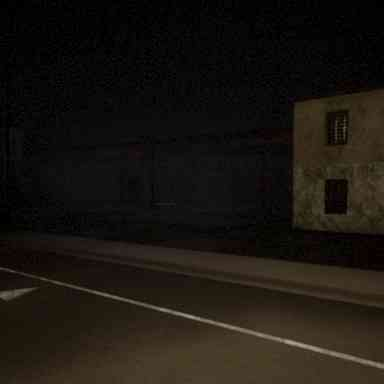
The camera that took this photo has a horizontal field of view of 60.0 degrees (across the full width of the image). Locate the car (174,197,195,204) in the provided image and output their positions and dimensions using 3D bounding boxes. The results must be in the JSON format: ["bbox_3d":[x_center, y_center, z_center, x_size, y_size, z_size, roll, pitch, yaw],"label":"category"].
[{"bbox_3d":[-1.565,1.741,66.303,4.181,1.385,1.994,0,0,-16],"label":"car"}]
